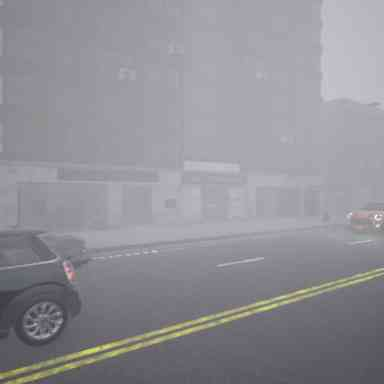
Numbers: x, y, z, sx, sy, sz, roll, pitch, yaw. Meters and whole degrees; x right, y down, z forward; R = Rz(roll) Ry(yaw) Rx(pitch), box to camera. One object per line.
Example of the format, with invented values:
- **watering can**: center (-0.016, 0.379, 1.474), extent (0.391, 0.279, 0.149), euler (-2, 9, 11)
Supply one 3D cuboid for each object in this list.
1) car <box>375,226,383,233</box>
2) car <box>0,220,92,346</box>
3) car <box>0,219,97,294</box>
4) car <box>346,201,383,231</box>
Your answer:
- **car**: center (6.610, 1.558, 8.149), extent (4.181, 1.385, 1.994), euler (0, 0, -35)
- **car**: center (-4.064, 1.353, 4.741), extent (4.553, 1.767, 2.097), euler (0, 0, -35)
- **car**: center (-5.233, 1.547, 7.894), extent (5.357, 1.411, 2.033), euler (0, 0, -35)
- **car**: center (11.059, 1.342, 19.545), extent (4.553, 1.767, 2.097), euler (0, 0, -35)
